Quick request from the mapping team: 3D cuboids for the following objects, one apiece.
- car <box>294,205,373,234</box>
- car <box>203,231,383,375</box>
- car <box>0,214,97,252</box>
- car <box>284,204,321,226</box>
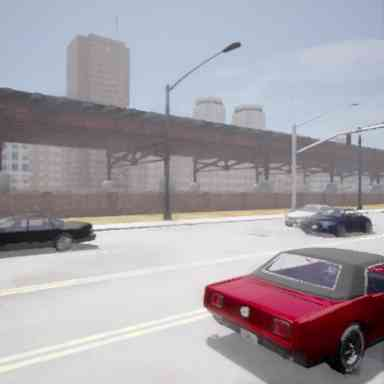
[{"bbox_3d":[7.783,1.572,17.796,4.181,1.385,1.994,0,0,-34],"label":"car"},{"bbox_3d":[2.595,1.603,5.584,4.718,1.301,1.895,0,0,-34],"label":"car"},{"bbox_3d":[-6.352,1.523,12.346,5.357,1.411,2.033,0,0,-35],"label":"car"},{"bbox_3d":[8.212,1.568,22.319,4.674,1.442,1.812,0,0,-35],"label":"car"}]
